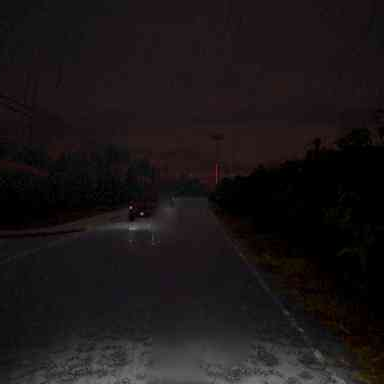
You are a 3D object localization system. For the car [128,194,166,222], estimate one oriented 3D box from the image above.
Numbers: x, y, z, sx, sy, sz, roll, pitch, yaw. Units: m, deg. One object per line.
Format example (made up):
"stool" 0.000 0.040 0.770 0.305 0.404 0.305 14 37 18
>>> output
"car" -3.599 1.206 26.704 2.150 2.045 5.566 0 0 0

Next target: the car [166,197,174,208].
"car" -3.549 1.467 46.320 2.128 1.511 4.902 0 0 1
